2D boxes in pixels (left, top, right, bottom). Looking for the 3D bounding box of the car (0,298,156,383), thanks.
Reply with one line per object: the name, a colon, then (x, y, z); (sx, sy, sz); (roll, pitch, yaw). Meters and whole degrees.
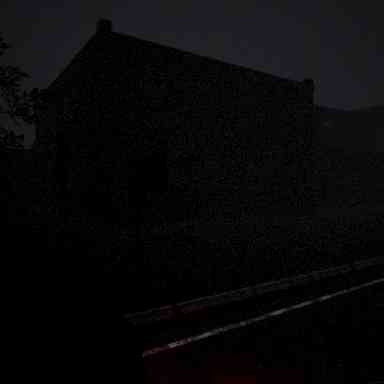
car: (-2.506, 1.505, 1.604); (4.892, 1.490, 1.837); (0, 0, -35)
